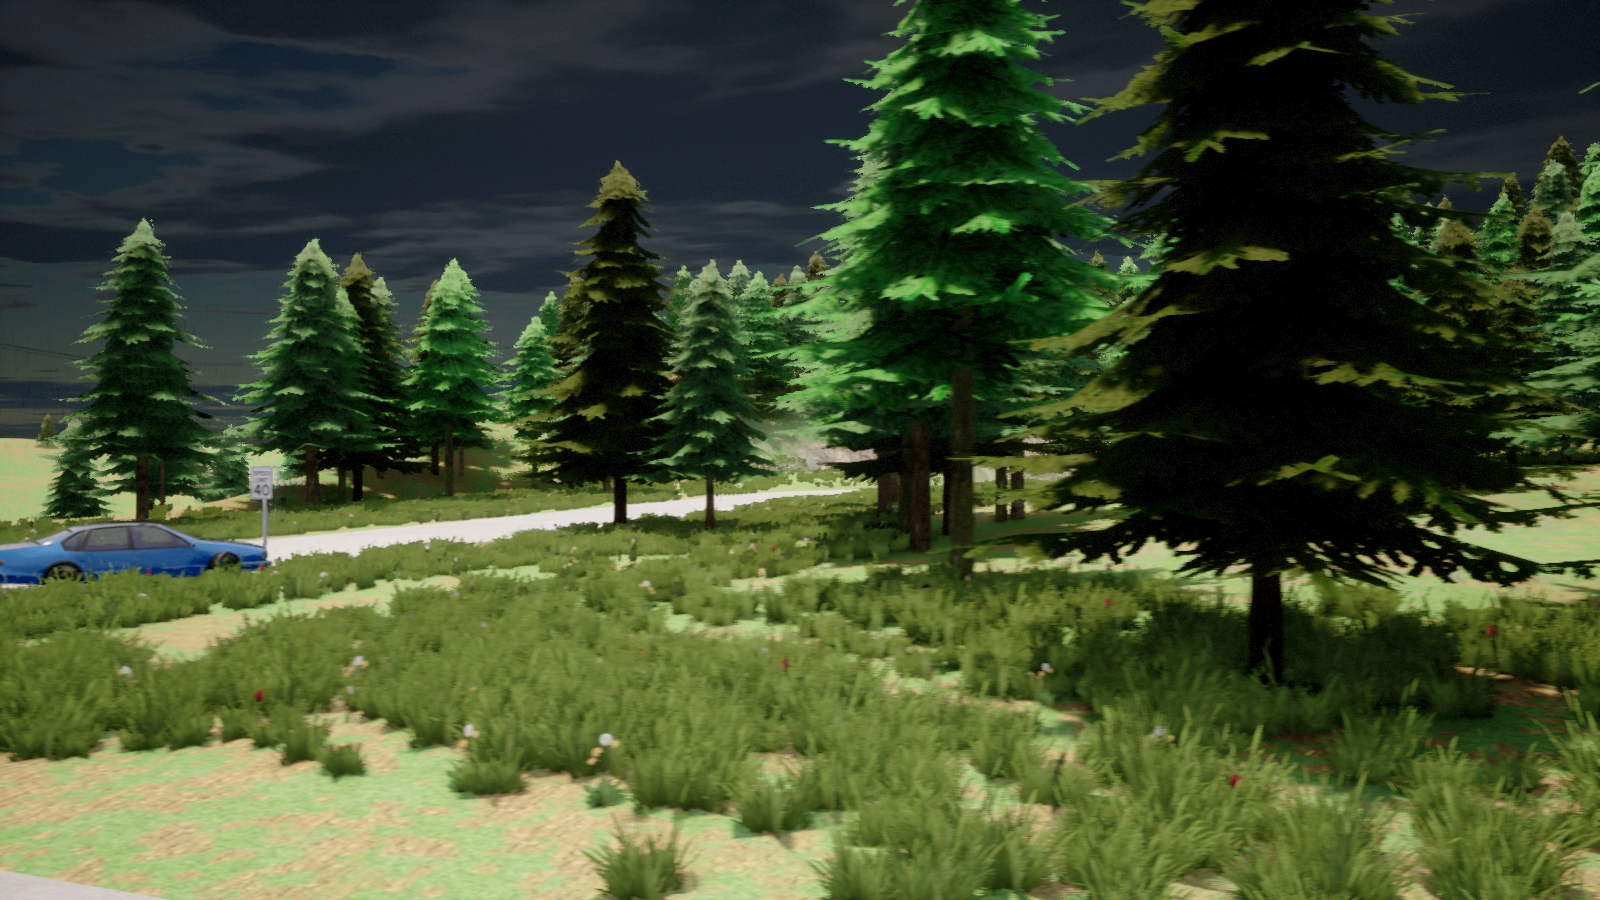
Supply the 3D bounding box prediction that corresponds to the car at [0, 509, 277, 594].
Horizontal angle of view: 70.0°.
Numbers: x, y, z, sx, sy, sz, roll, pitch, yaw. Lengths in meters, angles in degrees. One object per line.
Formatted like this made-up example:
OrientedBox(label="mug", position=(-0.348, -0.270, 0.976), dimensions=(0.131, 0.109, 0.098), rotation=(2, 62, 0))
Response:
OrientedBox(label="car", position=(-14.413, 2.106, 24.644), dimensions=(5.357, 1.411, 2.033), rotation=(0, 0, -39))
